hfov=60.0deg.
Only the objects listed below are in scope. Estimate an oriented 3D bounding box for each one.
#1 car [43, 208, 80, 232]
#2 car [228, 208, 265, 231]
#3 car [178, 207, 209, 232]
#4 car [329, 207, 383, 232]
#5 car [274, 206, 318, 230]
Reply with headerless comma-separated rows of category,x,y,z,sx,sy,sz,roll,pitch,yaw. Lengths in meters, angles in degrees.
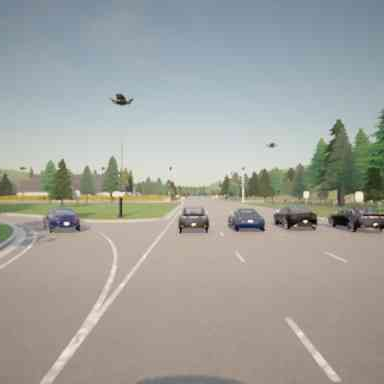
car,-8.610,1.749,21.907,1.812,1.442,4.674,1,-1,-29
car,3.602,1.793,22.499,1.994,1.385,4.181,0,-1,0
car,0.103,1.713,21.670,2.128,1.511,4.902,0,-1,0
car,10.602,1.712,21.668,2.128,1.511,4.902,0,-1,0
car,7.103,1.715,23.285,1.882,1.535,5.008,0,-1,0
